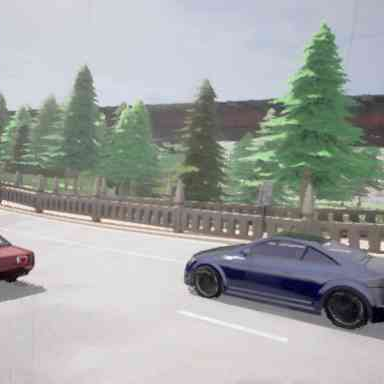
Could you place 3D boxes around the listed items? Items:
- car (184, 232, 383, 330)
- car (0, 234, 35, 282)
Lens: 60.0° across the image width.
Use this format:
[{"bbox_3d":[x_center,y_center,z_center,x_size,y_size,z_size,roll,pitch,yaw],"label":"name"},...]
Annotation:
[{"bbox_3d":[1.884,1.549,6.949,4.181,1.385,1.994,0,0,36],"label":"car"},{"bbox_3d":[-6.010,1.527,8.282,4.718,1.301,1.895,1,1,36],"label":"car"}]
